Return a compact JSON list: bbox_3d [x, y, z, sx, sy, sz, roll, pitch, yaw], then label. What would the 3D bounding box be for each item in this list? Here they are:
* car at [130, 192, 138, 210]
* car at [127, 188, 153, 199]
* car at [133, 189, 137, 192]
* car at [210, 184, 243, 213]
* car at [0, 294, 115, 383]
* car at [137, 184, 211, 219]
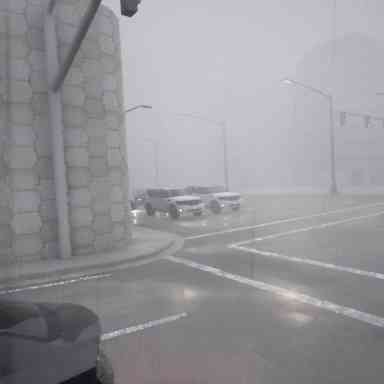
[{"bbox_3d":[-6.865,1.001,31.331,1.994,1.385,4.181,-5,3,-35],"label":"car"},{"bbox_3d":[-8.127,0.217,51.580,1.837,1.490,4.892,-5,3,-35],"label":"car"},{"bbox_3d":[-4.215,0.692,33.629,2.128,1.511,4.902,-5,3,-35],"label":"car"},{"bbox_3d":[1.401,0.425,25.654,2.150,2.045,5.566,-5,3,-35],"label":"car"},{"bbox_3d":[-2.910,1.512,1.893,4.892,1.490,1.837,1,-1,-35],"label":"car"},{"bbox_3d":[-1.444,0.661,23.630,2.150,2.045,5.566,-5,3,-35],"label":"car"}]
